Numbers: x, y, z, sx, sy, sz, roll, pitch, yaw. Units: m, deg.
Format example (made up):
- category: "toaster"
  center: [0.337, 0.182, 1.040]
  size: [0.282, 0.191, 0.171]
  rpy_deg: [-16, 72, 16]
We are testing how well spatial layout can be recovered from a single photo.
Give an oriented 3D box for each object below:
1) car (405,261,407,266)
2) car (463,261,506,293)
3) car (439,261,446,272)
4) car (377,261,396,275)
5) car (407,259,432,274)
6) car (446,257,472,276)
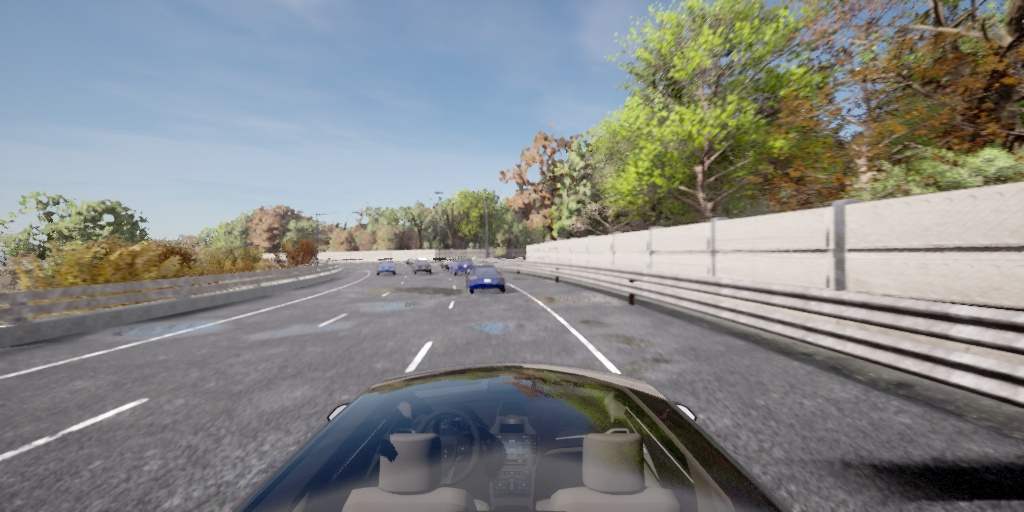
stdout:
- category: "car"
  center: [-17.005, 1.140, 61.735]
  size: [1.895, 1.301, 4.718]
  rpy_deg: [-1, 1, -32]
- category: "car"
  center: [-1.549, 1.196, 20.063]
  size: [1.994, 1.385, 4.181]
  rpy_deg: [-1, 0, -9]
- category: "car"
  center: [-7.358, 1.148, 42.303]
  size: [1.895, 1.301, 4.718]
  rpy_deg: [-1, 0, -21]
- category: "car"
  center: [-13.067, 1.215, 37.402]
  size: [2.033, 1.411, 5.357]
  rpy_deg: [-1, 0, -20]
- category: "car"
  center: [-9.676, 1.159, 38.305]
  size: [2.033, 1.411, 5.357]
  rpy_deg: [-1, 0, -20]
- category: "car"
  center: [-4.879, 0.920, 35.102]
  size: [2.097, 1.767, 4.553]
  rpy_deg: [-1, 1, -16]
